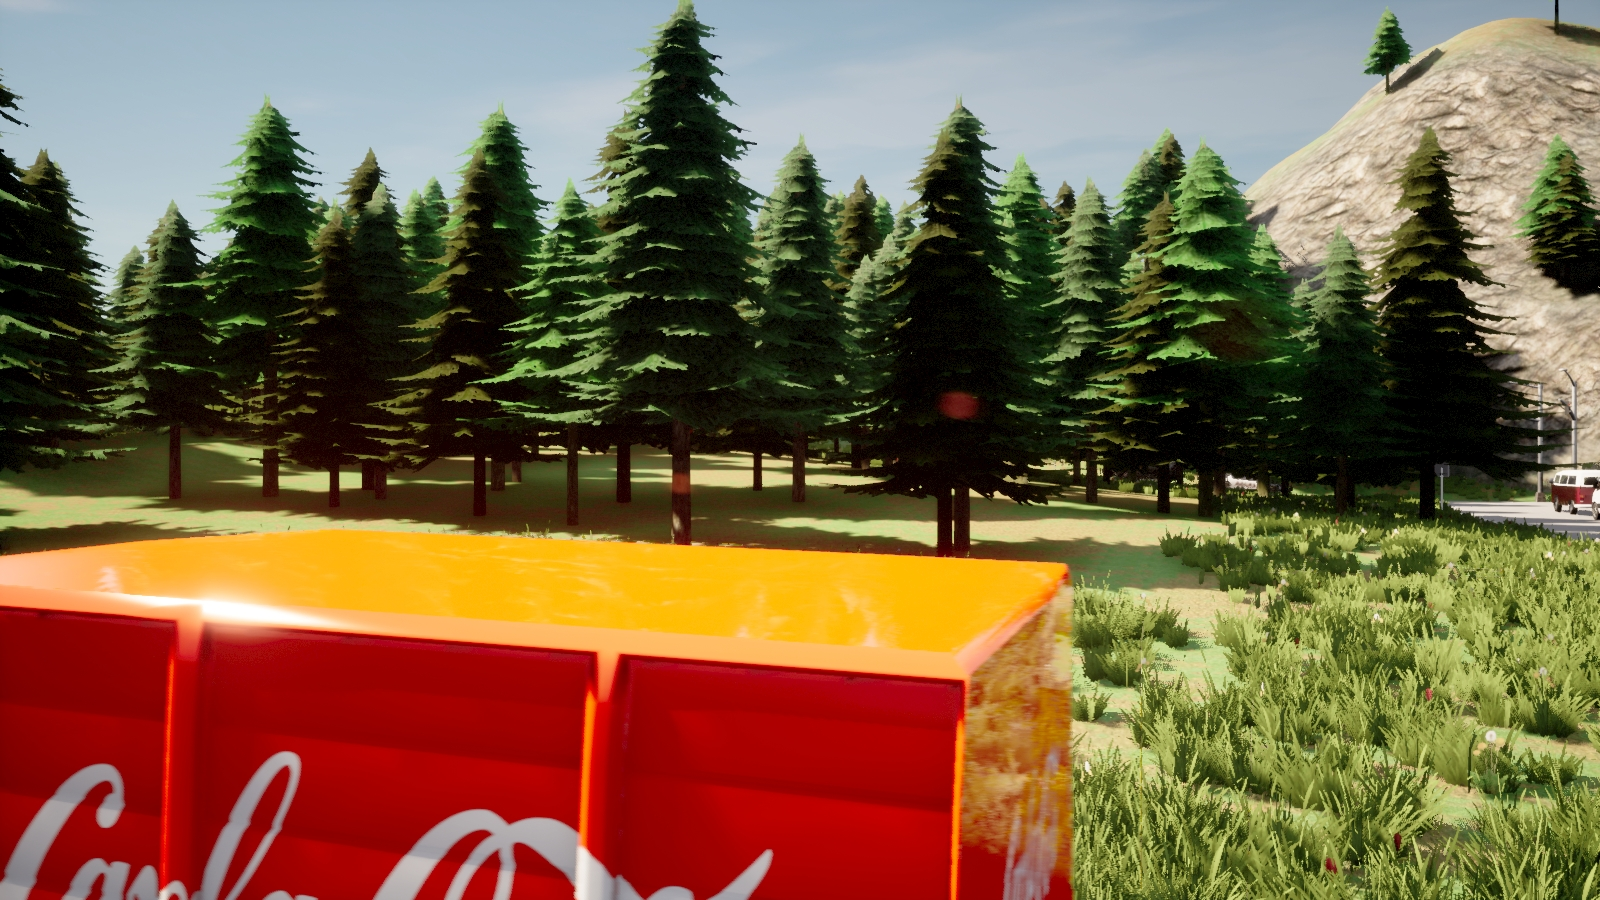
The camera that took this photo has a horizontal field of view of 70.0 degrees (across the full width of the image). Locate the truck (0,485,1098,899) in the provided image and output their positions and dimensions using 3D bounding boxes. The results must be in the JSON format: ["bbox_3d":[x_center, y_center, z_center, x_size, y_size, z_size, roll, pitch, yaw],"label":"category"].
[{"bbox_3d":[-1.770,1.432,3.977,5.204,2.467,2.627,0,0,20],"label":"truck"}]

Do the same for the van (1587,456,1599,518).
[{"bbox_3d":[33.726,1.534,45.978,1.988,2.561,5.915,0,0,20],"label":"van"}]

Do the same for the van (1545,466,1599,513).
[{"bbox_3d":[36.159,1.782,52.642,2.069,2.038,4.480,0,0,20],"label":"van"}]
